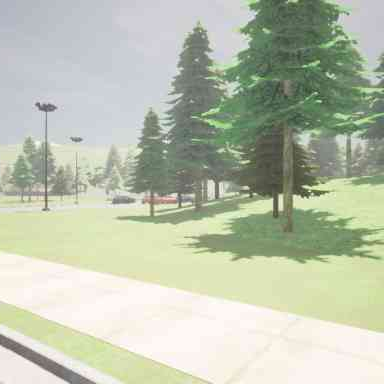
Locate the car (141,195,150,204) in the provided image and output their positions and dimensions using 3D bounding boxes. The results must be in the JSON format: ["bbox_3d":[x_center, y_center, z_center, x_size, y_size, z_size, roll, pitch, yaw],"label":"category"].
[{"bbox_3d":[-7.229,1.352,61.621,2.097,1.767,4.553,0,0,37],"label":"car"}]

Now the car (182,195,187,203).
[{"bbox_3d":[-1.579,1.352,69.418,2.097,1.767,4.553,0,0,36],"label":"car"}]

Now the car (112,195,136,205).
[{"bbox_3d":[-12.264,1.353,60.599,2.097,1.767,4.553,0,0,36],"label":"car"}]

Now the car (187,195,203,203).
[{"bbox_3d":[1.508,1.564,67.708,1.994,1.385,4.181,0,0,36],"label":"car"}]

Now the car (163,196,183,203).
[{"bbox_3d":[-4.092,1.554,71.889,1.994,1.385,4.181,0,0,36],"label":"car"}]

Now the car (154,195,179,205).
[{"bbox_3d":[-4.528,1.352,59.385,2.097,1.767,4.553,0,0,37],"label":"car"}]
